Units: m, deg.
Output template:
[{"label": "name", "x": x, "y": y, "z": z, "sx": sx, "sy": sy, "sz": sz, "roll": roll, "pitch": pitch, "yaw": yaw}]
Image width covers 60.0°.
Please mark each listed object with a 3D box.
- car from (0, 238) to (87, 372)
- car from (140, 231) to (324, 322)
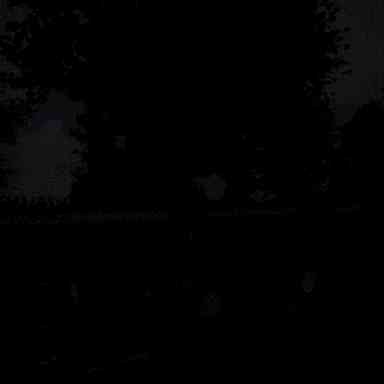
[{"label": "car", "x": -3.539, "y": 1.434, "z": 4.033, "sx": 4.097, "sy": 1.590, "sz": 1.967, "roll": 1, "pitch": 0, "yaw": -36}, {"label": "car", "x": 1.044, "y": 1.592, "z": 7.305, "sx": 4.507, "sy": 1.381, "sz": 1.887, "roll": 1, "pitch": 0, "yaw": -36}]
